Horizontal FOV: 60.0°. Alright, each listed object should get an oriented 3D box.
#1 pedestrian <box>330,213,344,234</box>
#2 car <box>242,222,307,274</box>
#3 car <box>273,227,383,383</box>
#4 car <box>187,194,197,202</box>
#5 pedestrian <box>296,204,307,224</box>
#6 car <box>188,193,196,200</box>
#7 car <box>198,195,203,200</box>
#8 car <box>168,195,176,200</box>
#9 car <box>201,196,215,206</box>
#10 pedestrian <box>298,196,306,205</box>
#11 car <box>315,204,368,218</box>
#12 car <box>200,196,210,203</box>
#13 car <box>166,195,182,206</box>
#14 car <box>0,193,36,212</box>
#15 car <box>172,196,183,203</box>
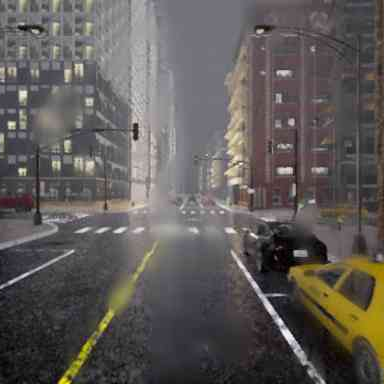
[{"bbox_3d":[7.777,1.301,17.796,0.375,1.860,0.375,0,0,0],"label":"pedestrian"},{"bbox_3d":[2.694,1.560,10.337,1.947,1.339,4.313,0,0,0],"label":"car"},{"bbox_3d":[2.693,1.523,4.824,1.752,1.417,4.829,0,0,0],"label":"car"},{"bbox_3d":[0.011,1.499,74.960,1.812,1.442,4.674,0,0,0],"label":"car"},{"bbox_3d":[5.767,1.412,17.195,0.375,1.300,0.375,0,0,0],"label":"pedestrian"},{"bbox_3d":[0.013,1.173,84.932,2.097,1.767,4.553,0,0,0],"label":"car"},{"bbox_3d":[2.700,1.532,65.278,2.008,1.369,4.403,0,0,0],"label":"car"},{"bbox_3d":[-5.676,1.539,93.521,2.008,1.369,4.403,0,0,0],"label":"car"},{"bbox_3d":[2.749,1.563,52.361,1.802,1.307,4.206,0,0,0],"label":"car"},{"bbox_3d":[6.109,1.131,18.396,0.375,1.860,0.375,0,0,0],"label":"pedestrian"},{"bbox_3d":[14.648,1.816,32.676,4.829,1.417,1.752,1,-1,0],"label":"car"},{"bbox_3d":[2.702,1.533,70.926,2.008,1.369,4.403,0,0,0],"label":"car"},{"bbox_3d":[-3.049,1.528,53.469,2.033,1.411,5.357,0,0,1],"label":"car"},{"bbox_3d":[-17.688,1.009,32.402,5.009,1.841,2.192,1,-1,0],"label":"car"},{"bbox_3d":[-2.992,1.535,68.975,1.994,1.385,4.181,0,0,0],"label":"car"}]
